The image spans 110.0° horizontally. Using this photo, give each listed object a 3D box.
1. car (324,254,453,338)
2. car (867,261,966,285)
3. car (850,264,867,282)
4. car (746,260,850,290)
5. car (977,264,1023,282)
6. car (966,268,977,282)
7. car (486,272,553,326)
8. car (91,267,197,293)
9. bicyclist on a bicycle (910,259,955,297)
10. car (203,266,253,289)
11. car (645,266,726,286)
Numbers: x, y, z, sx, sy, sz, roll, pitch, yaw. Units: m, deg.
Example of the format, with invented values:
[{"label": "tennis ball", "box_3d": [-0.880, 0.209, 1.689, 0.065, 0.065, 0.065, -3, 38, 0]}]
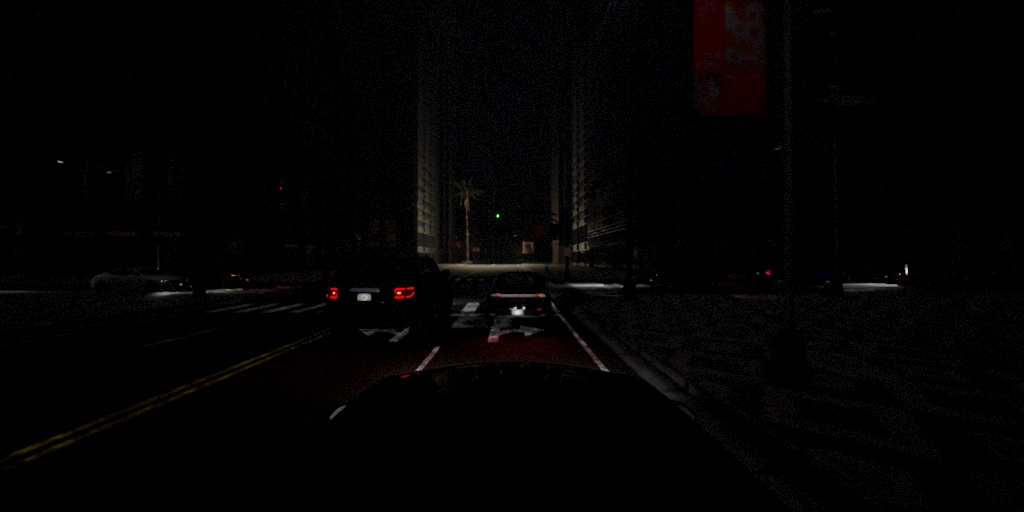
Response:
[{"label": "car", "box_3d": [-3.148, 0.977, 10.328, 2.150, 2.045, 5.566, 0, 0, 0]}, {"label": "car", "box_3d": [27.625, 1.246, 24.606, 4.181, 1.385, 1.994, 0, 0, -1]}, {"label": "car", "box_3d": [26.464, 1.292, 27.343, 4.207, 1.307, 1.802, 0, 0, -1]}, {"label": "car", "box_3d": [16.673, 1.042, 21.276, 4.553, 1.767, 2.097, 0, 0, -1]}, {"label": "car", "box_3d": [37.741, 1.262, 27.518, 4.207, 1.307, 1.802, 0, 0, -1]}, {"label": "car", "box_3d": [32.102, 1.133, 27.431, 4.097, 1.591, 1.967, 0, 0, -1]}, {"label": "car", "box_3d": [0.294, 1.249, 11.691, 2.128, 1.511, 4.902, 0, 0, 4]}, {"label": "car", "box_3d": [-21.353, 1.368, 20.652, 4.674, 1.442, 1.812, 0, 0, 1]}, {"label": "bicyclist on a bicycle", "box_3d": [18.393, 0.936, 15.734, 0.582, 1.620, 1.656, 0, -1, -1]}, {"label": "car", "box_3d": [-19.752, 1.388, 23.722, 4.674, 1.442, 1.812, 0, -1, 2]}, {"label": "car", "box_3d": [11.651, 1.335, 24.362, 4.718, 1.301, 1.895, 0, 0, -1]}]
